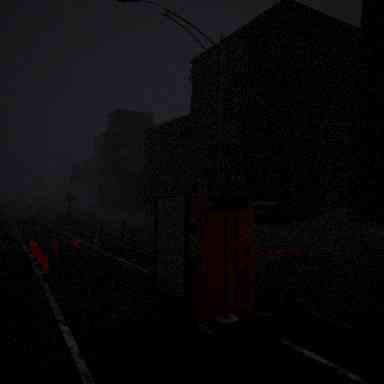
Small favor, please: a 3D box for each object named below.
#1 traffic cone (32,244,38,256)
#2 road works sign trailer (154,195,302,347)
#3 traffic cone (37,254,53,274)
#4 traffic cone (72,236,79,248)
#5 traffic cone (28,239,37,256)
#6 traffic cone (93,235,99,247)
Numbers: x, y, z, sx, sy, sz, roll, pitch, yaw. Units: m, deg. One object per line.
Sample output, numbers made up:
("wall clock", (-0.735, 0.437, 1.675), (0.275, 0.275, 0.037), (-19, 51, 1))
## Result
("traffic cone", (-5.609, 2.320, 12.278), (0.340, 0.580, 0.340), (1, -3, -30))
("road works sign trailer", (0.323, 1.245, 7.204), (2.880, 2.380, 3.560), (1, -2, -38))
("traffic cone", (-4.619, 2.256, 10.541), (0.340, 0.580, 0.340), (0, -2, -29))
("traffic cone", (-5.844, 2.491, 16.741), (0.340, 0.580, 0.340), (1, -2, -29))
("traffic cone", (-6.598, 2.392, 14.022), (0.340, 0.580, 0.340), (1, -3, -29))
("traffic cone", (-4.975, 2.504, 17.231), (0.340, 0.580, 0.340), (1, -2, -30))
